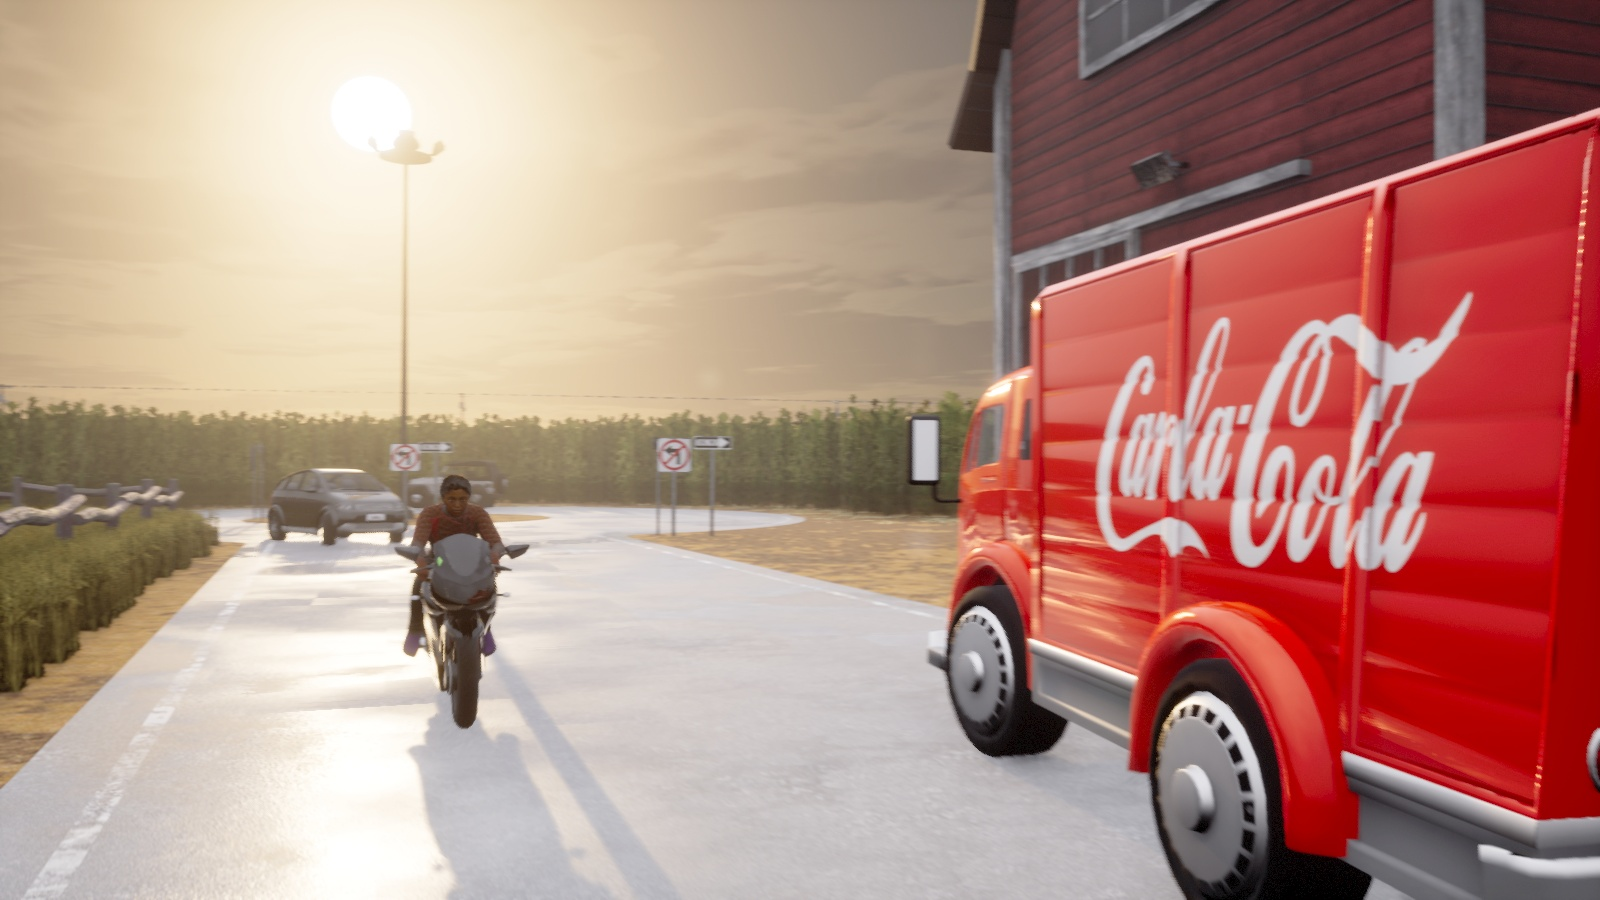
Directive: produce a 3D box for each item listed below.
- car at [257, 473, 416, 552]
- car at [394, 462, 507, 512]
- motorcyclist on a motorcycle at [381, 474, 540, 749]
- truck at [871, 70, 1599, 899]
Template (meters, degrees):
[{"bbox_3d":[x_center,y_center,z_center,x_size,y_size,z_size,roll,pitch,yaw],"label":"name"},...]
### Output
[{"bbox_3d":[-9.808,1.256,26.457,1.789,1.549,3.705,1,-2,-44],"label":"car"},{"bbox_3d":[-13.617,1.444,49.072,3.866,1.878,1.905,0,-1,-1],"label":"car"},{"bbox_3d":[-2.268,0.933,8.192,0.797,1.523,2.044,0,0,-21],"label":"motorcyclist on a motorcycle"},{"bbox_3d":[2.291,0.398,5.709,2.627,2.467,5.204,0,-1,-12],"label":"truck"}]
